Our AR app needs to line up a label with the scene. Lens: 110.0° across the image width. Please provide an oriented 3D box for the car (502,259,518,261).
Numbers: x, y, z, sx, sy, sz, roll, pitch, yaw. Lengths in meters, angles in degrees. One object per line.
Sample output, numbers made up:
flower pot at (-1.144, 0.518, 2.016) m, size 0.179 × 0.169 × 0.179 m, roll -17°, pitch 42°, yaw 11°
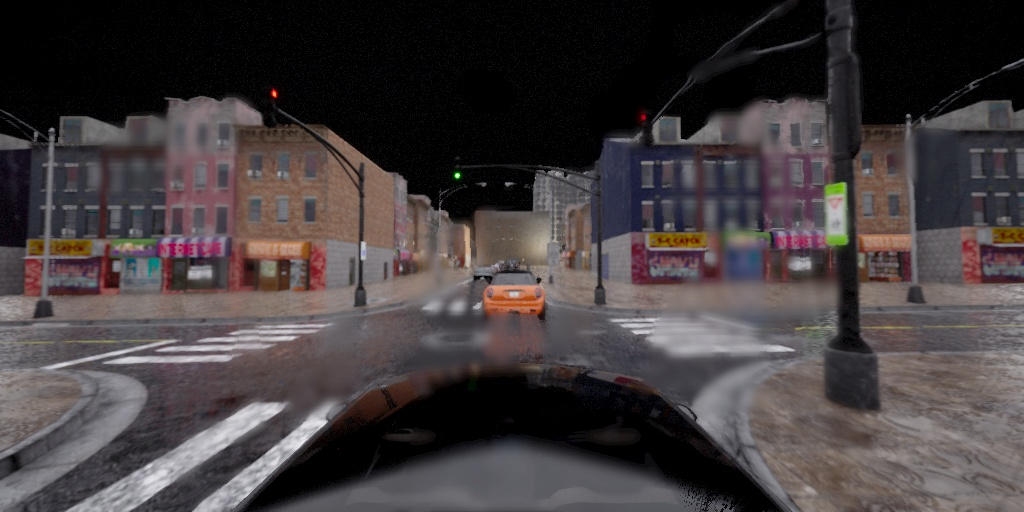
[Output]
car at (0.034, 1.485, 52.136) m, size 2.150 × 2.045 × 5.566 m, roll 0°, pitch -1°, yaw 1°

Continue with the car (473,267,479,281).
car at (-2.641, 1.641, 33.979) m, size 1.948 × 1.339 × 4.313 m, roll 0°, pitch 0°, yaw 0°

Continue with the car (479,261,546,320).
car at (0.079, 1.242, 13.689) m, size 2.097 × 1.767 × 4.553 m, roll 0°, pitch 1°, yaw 0°
